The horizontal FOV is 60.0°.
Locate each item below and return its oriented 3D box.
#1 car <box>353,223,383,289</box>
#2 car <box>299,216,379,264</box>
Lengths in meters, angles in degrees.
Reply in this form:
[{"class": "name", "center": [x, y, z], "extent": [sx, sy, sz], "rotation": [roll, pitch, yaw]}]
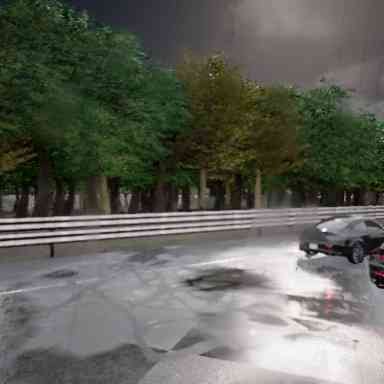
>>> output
[{"class": "car", "center": [6.138, 1.548, 7.925], "extent": [4.892, 1.490, 1.837], "rotation": [0, 0, -34]}, {"class": "car", "center": [5.786, 1.575, 11.912], "extent": [4.674, 1.442, 1.812], "rotation": [0, 0, -34]}]
